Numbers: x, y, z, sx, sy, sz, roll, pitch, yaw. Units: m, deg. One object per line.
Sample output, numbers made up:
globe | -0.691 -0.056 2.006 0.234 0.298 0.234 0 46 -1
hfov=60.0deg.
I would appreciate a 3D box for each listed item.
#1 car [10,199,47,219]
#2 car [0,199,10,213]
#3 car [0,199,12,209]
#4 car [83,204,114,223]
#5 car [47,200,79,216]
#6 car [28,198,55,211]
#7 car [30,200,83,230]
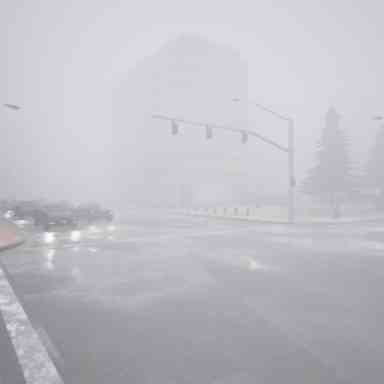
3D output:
car | -14.353 1.515 29.212 1.837 1.490 4.892 0 0 -36
car | -20.135 1.573 37.356 1.994 1.385 4.181 0 0 -35
car | -26.041 1.610 45.718 1.895 1.301 4.718 0 0 -35
car | -7.785 1.620 26.023 1.895 1.301 4.718 0 0 -35
car | -12.878 1.582 33.176 1.994 1.385 4.181 0 0 -35
car | -18.960 1.565 41.741 2.033 1.411 5.357 0 0 -35
car | -8.901 1.515 21.556 1.837 1.490 4.892 0 0 -35
